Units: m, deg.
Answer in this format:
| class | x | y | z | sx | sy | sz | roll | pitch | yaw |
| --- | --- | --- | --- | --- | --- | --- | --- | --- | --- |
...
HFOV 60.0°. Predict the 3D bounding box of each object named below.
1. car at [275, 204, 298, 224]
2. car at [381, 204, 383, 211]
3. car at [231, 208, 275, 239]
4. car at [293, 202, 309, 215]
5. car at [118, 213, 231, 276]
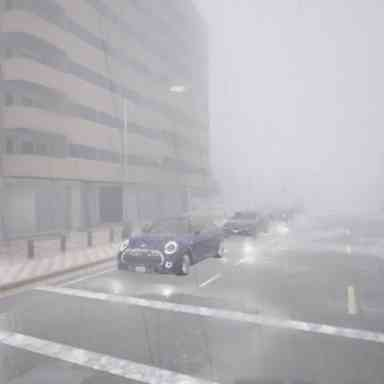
| class | x | y | z | sx | sy | sz | roll | pitch | yaw |
| --- | --- | --- | --- | --- | --- | --- | --- | --- | --- |
| car | 7.678 | 2.019 | 29.020 | 1.895 | 1.301 | 4.718 | -1 | -1 | 25 |
| car | 26.513 | 1.975 | 44.467 | 1.895 | 1.301 | 4.718 | -1 | -1 | 25 |
| car | 3.292 | 1.830 | 19.572 | 1.837 | 1.490 | 4.892 | -1 | -1 | 25 |
| car | 13.009 | 2.035 | 40.402 | 1.837 | 1.490 | 4.892 | -1 | -1 | 25 |
| car | -0.514 | 1.597 | 11.373 | 2.097 | 1.767 | 4.553 | -1 | -1 | 25 |
